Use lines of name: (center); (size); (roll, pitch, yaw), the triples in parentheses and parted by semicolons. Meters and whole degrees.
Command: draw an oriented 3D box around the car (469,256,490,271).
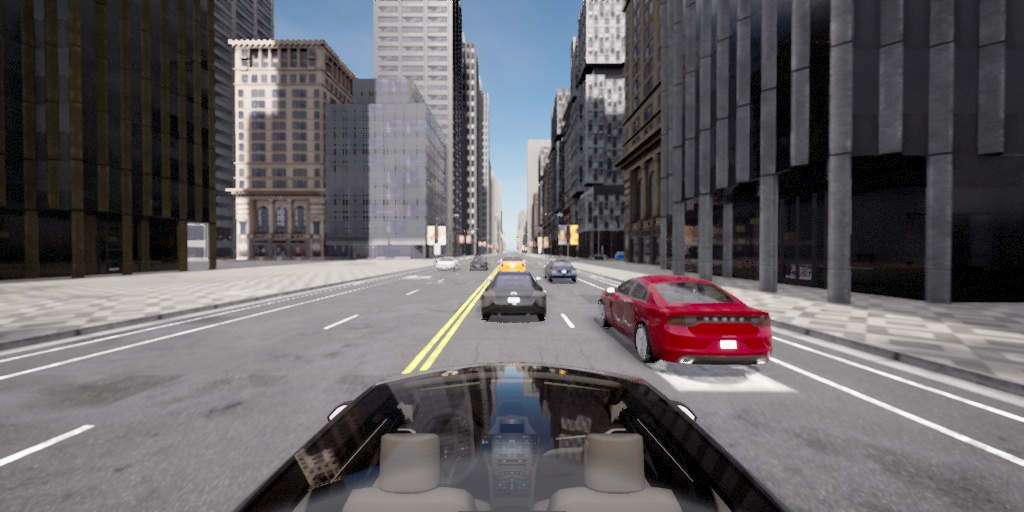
car: (-3.388, 0.780, 37.708); (1.837, 1.490, 4.892); (0, 0, 0)

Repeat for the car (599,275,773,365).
car: (3.292, 1.146, 7.900); (1.882, 1.535, 5.008); (0, 1, 0)

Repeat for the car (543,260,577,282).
car: (3.289, 0.989, 25.066); (2.033, 1.411, 5.357); (0, 1, 0)

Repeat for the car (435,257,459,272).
car: (-6.637, 0.806, 37.216); (1.812, 1.442, 4.674); (0, 1, 0)

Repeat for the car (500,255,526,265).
car: (0.054, 0.731, 29.745); (2.097, 1.767, 4.553); (0, 1, 0)

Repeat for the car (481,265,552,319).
car: (0.063, 1.177, 12.089); (1.994, 1.385, 4.181); (0, 1, 0)
